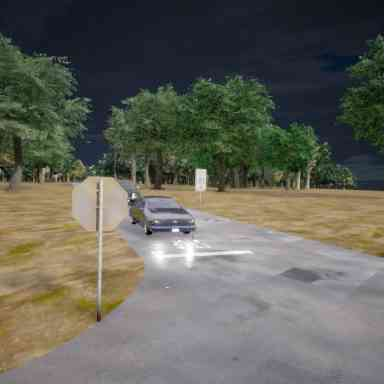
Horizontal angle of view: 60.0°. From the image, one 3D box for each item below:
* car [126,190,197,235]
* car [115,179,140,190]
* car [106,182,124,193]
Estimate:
[{"bbox_3d":[-1.523,0.895,14.684,2.033,1.411,5.357,1,2,-21],"label":"car"},{"bbox_3d":[-5.194,0.097,24.221,2.150,2.045,5.566,1,2,-21],"label":"car"},{"bbox_3d":[-11.409,-0.736,49.157,1.837,1.490,4.892,1,2,-21],"label":"car"}]
